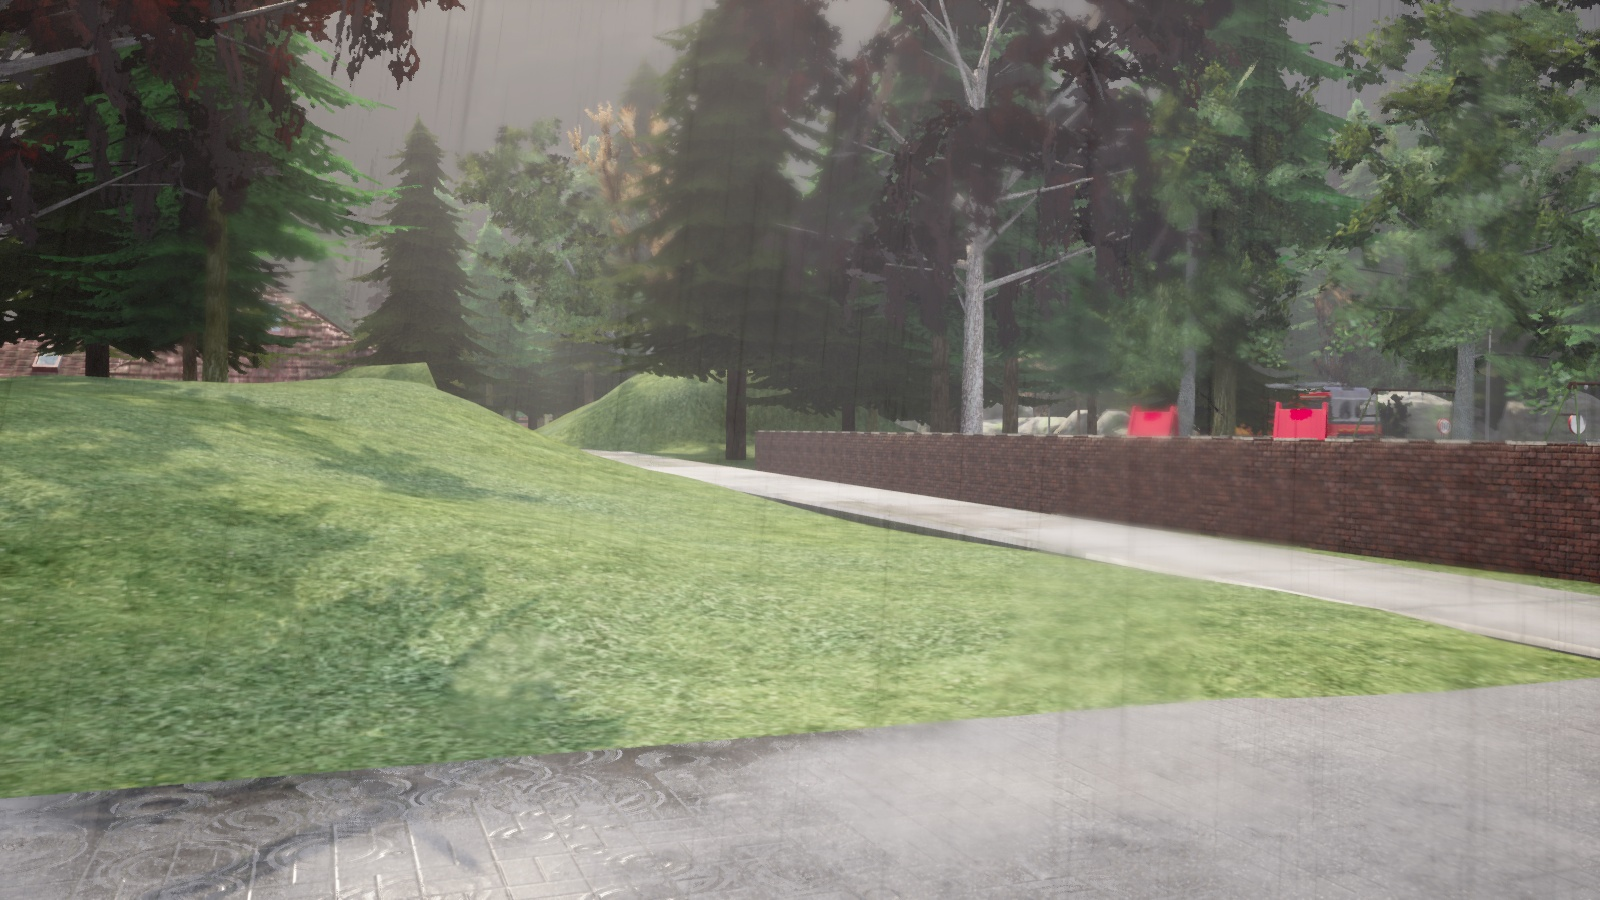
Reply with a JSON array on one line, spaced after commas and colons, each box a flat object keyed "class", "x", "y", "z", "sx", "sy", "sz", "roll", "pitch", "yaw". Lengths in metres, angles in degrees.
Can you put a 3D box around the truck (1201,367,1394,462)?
[{"class": "truck", "x": 21.606, "y": -1.498, "z": 55.203, "sx": 2.891, "sy": 3.827, "sz": 8.468, "roll": -1, "pitch": 1, "yaw": -21}]
